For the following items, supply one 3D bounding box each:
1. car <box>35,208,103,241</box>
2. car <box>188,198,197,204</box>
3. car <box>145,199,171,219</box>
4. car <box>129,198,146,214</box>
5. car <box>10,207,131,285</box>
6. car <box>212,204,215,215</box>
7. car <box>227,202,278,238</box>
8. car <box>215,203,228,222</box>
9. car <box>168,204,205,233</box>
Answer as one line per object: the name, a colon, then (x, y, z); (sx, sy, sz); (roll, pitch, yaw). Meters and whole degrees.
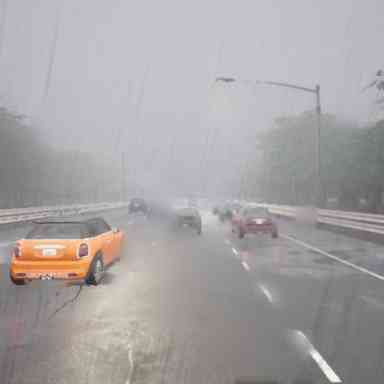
car: (-6.881, 1.762, 19.327); (2.128, 1.511, 4.902); (0, -1, 0)
car: (0.124, 2.544, 72.493); (2.033, 1.411, 5.357); (0, -1, 0)
car: (-3.350, 1.843, 35.254); (2.097, 1.767, 4.553); (0, -1, 0)
car: (-6.832, 1.830, 43.676); (2.150, 2.045, 5.566); (0, -1, 0)
car: (-3.394, 1.493, 10.049); (2.097, 1.767, 4.553); (0, -1, 0)
car: (3.565, 2.083, 41.571); (2.163, 1.488, 4.792); (0, -1, 0)
car: (3.523, 1.625, 19.515); (2.097, 1.767, 4.553); (0, -1, 0)
car: (3.544, 1.778, 30.514); (2.097, 1.767, 4.553); (0, -1, 0)
car: (-0.270, 1.812, 21.861); (1.837, 1.490, 4.892); (0, 0, 2)
